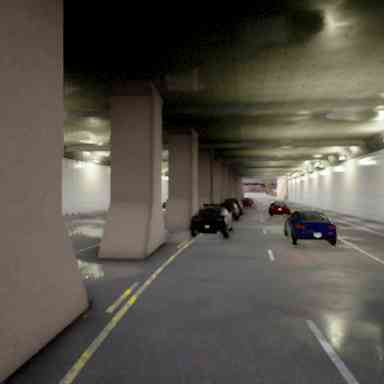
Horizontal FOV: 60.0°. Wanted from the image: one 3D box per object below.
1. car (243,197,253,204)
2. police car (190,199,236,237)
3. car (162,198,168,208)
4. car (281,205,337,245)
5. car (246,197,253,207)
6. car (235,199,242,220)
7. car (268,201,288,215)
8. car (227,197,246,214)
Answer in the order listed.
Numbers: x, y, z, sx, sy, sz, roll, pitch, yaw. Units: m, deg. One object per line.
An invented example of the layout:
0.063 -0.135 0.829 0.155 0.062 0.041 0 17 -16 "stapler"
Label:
11.439 1.713 67.286 1.895 1.301 4.718 0 0 11 "car"
1.193 1.455 18.487 1.930 1.638 5.238 0 0 11 "police car"
-2.966 1.584 47.848 1.812 1.442 4.674 0 0 11 "car"
5.451 1.563 15.640 1.812 1.442 4.674 0 0 10 "car"
8.517 1.662 53.030 1.994 1.385 4.181 0 0 11 "car"
3.027 1.574 28.205 1.812 1.442 4.674 0 0 11 "car"
8.863 1.636 34.038 1.994 1.385 4.181 0 0 11 "car"
4.135 1.410 34.072 2.097 1.767 4.553 0 0 11 "car"
